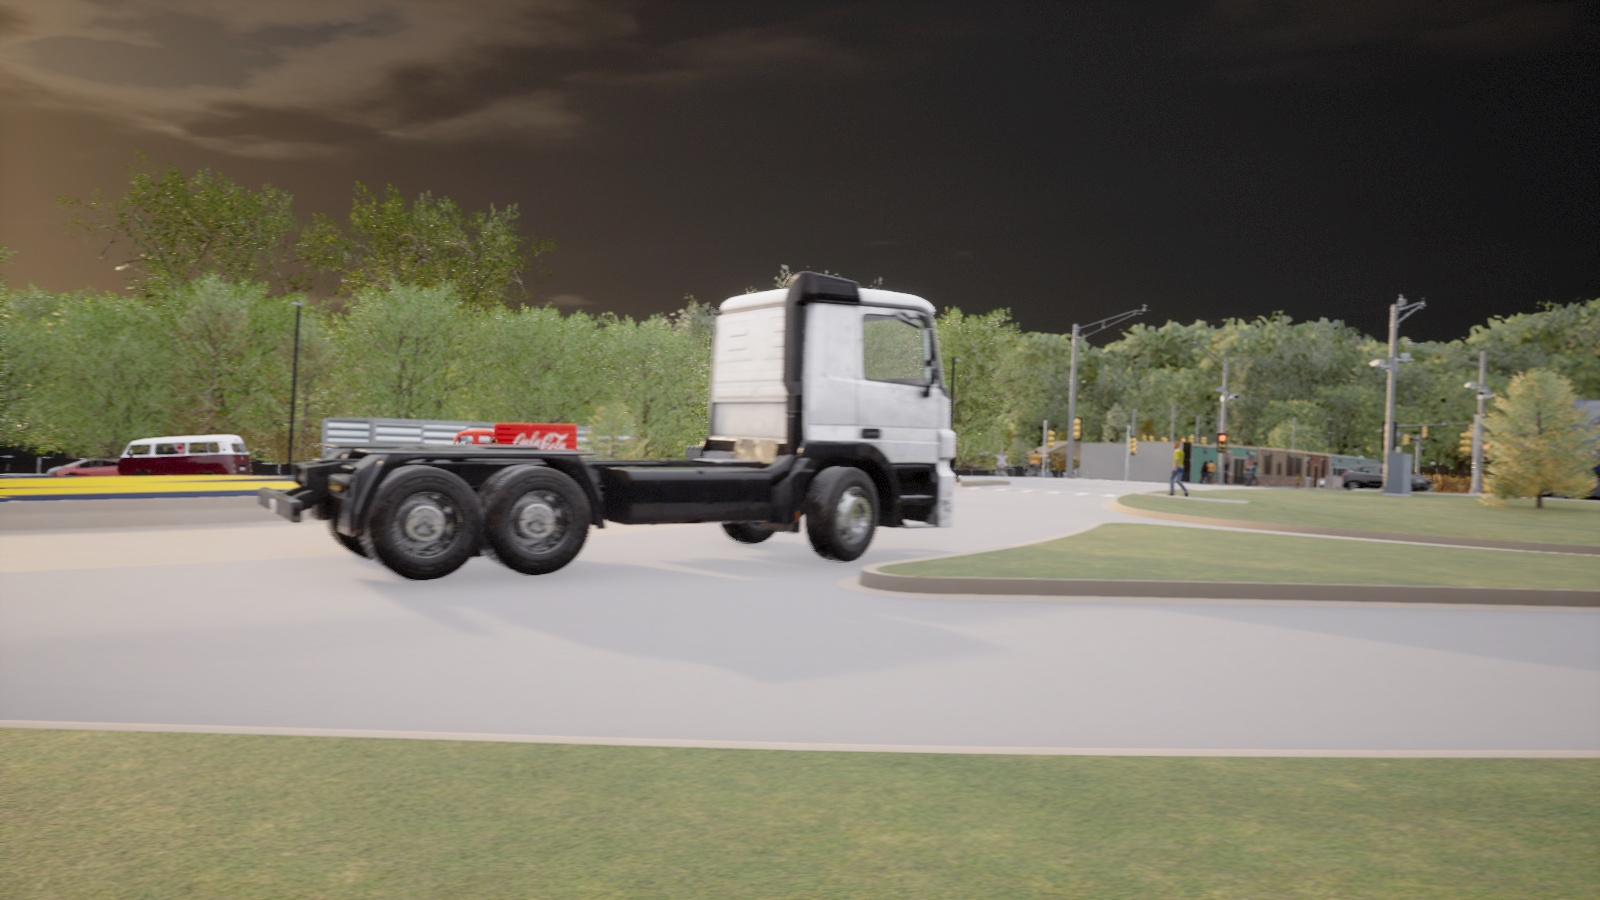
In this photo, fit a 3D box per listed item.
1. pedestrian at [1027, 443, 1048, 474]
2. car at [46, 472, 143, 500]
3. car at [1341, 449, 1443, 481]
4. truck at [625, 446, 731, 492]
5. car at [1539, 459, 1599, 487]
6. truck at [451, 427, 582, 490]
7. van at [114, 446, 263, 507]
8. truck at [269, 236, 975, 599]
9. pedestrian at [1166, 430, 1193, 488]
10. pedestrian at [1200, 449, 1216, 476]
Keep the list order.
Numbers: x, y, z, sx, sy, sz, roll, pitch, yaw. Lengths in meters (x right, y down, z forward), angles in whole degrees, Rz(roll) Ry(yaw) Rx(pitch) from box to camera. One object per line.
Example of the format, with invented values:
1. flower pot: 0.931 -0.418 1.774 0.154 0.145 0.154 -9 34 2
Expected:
1. pedestrian: 14.486 0.525 76.482 0.874 1.855 0.900 1 -1 43
2. car: -41.040 2.084 73.121 2.007 1.525 4.514 1 0 44
3. car: 33.077 0.834 70.230 4.611 1.667 2.242 1 -2 44
4. truck: -9.381 1.430 97.309 7.936 3.462 2.891 0 0 -41
5. car: 42.596 1.259 66.794 5.357 1.411 2.033 1 -1 43
6. truck: -11.936 0.350 52.857 5.204 2.467 2.627 -1 0 -15
7. van: -22.854 0.974 47.053 4.480 2.038 2.069 -3 0 0
8. truck: -1.945 -0.383 15.205 7.936 3.462 2.891 -1 2 -30
9. pedestrian: 12.269 0.283 40.615 0.706 1.836 0.354 1 -1 36
10. pedestrian: 28.410 0.898 87.428 0.899 1.844 0.634 1 -1 40
